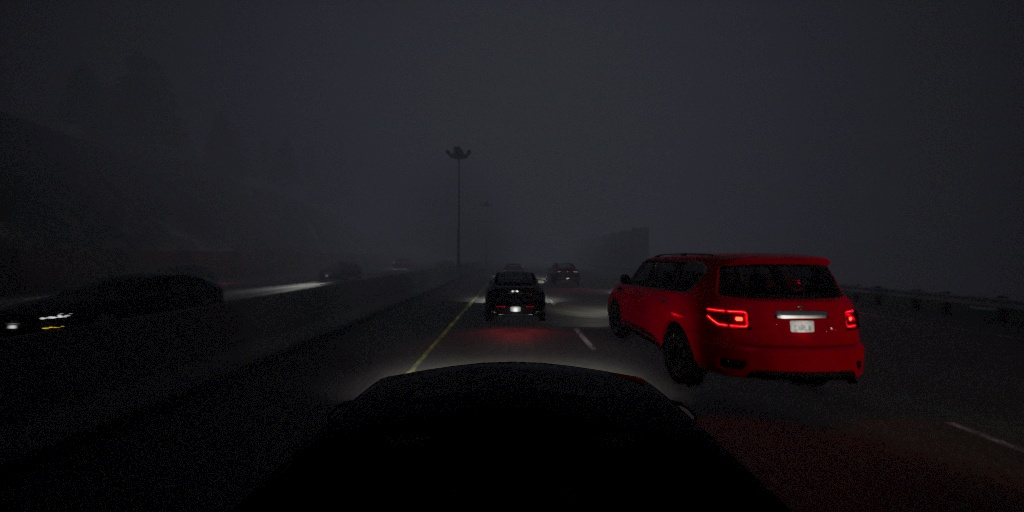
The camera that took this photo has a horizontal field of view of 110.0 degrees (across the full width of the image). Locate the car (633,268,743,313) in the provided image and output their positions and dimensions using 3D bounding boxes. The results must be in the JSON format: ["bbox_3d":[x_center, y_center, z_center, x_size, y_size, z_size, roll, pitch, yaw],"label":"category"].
[{"bbox_3d":[7.100,1.298,15.282,2.033,1.411,5.357,0,0,0],"label":"car"}]

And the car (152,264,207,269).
[{"bbox_3d":[-21.102,1.255,22.374,1.837,1.490,4.892,0,0,0],"label":"car"}]

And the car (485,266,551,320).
[{"bbox_3d":[0.100,1.255,12.556,1.837,1.490,4.892,0,0,0],"label":"car"}]

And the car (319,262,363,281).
[{"bbox_3d":[-14.099,1.241,29.773,2.128,1.511,4.902,0,0,0],"label":"car"}]

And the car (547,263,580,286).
[{"bbox_3d":[3.598,1.242,25.536,2.128,1.511,4.902,0,0,0],"label":"car"}]

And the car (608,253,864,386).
[{"bbox_3d":[3.600,0.971,7.132,2.150,2.045,5.566,0,0,0],"label":"car"}]

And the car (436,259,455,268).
[{"bbox_3d":[-10.536,1.351,58.398,1.895,1.301,4.718,0,0,1],"label":"car"}]

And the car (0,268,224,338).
[{"bbox_3d":[-10.602,1.255,10.036,1.837,1.490,4.892,0,0,0],"label":"car"}]

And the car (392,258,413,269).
[{"bbox_3d":[-17.540,1.102,57.478,2.097,1.767,4.553,0,0,1],"label":"car"}]

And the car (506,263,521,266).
[{"bbox_3d":[0.097,1.314,30.808,1.994,1.385,4.181,0,0,0],"label":"car"}]
